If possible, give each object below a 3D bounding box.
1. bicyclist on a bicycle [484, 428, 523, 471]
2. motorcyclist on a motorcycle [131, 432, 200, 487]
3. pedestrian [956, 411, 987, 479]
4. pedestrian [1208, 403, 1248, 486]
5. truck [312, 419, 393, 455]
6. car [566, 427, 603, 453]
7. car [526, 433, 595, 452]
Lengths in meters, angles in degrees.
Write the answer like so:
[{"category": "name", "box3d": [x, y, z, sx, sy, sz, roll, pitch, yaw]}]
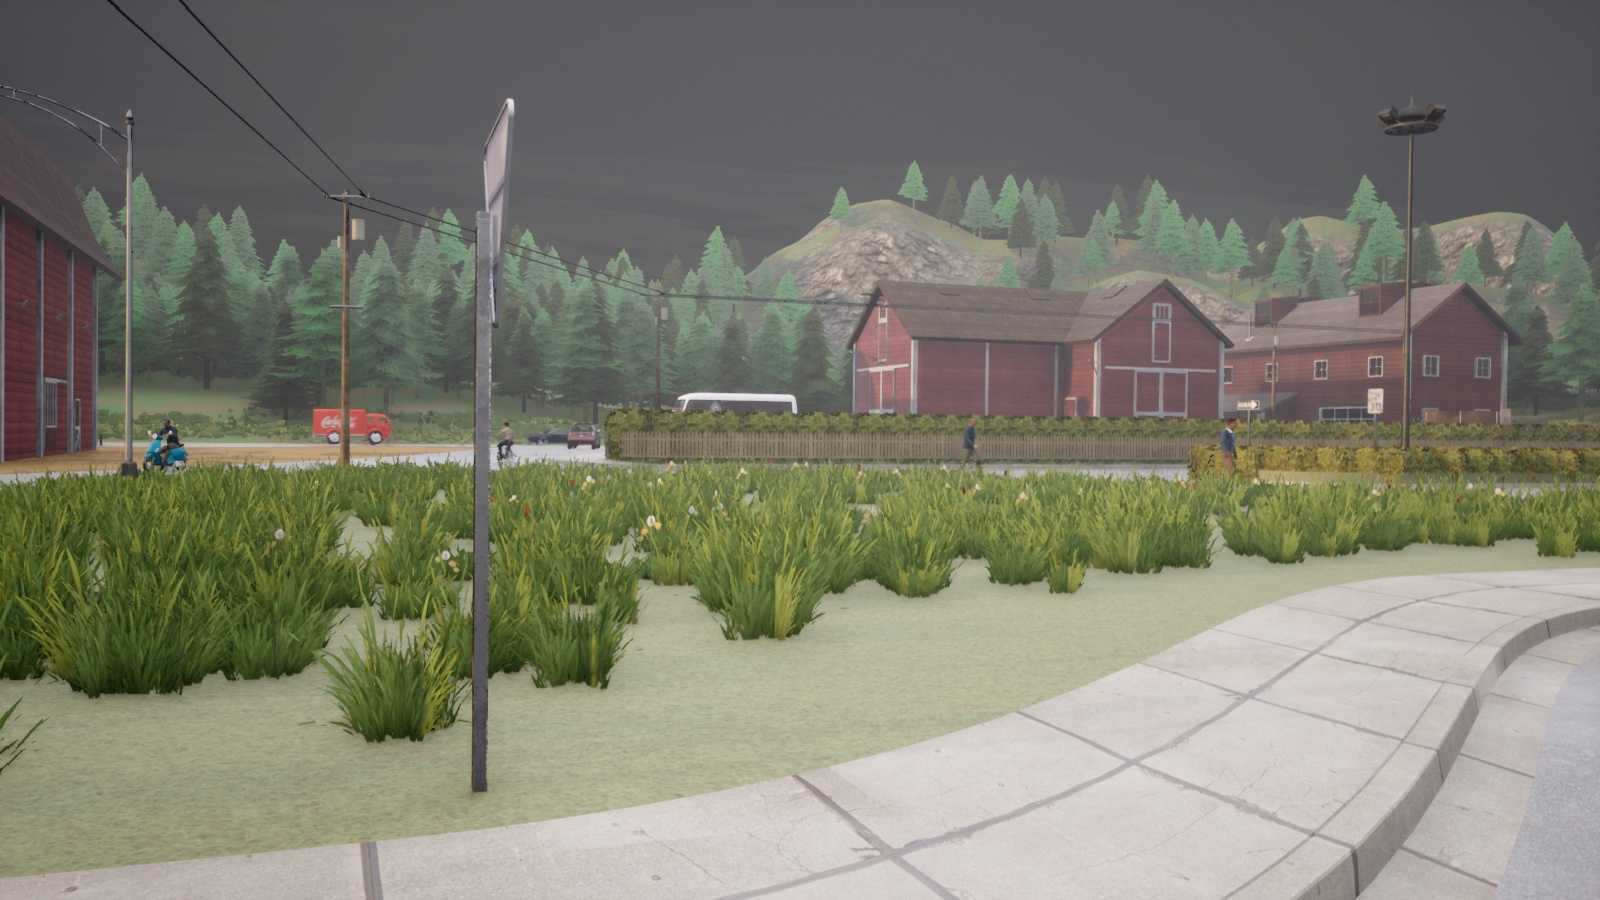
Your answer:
[{"category": "bicyclist on a bicycle", "box3d": [-11.348, -0.025, 48.045, 0.866, 1.612, 1.509, 2, -1, -37]}, {"category": "motorcyclist on a motorcycle", "box3d": [-19.056, 0.277, 37.750, 0.866, 1.590, 1.817, 0, 1, 14]}, {"category": "pedestrian", "box3d": [4.715, -0.146, 34.452, 0.726, 1.842, 0.402, 0, 1, 40]}, {"category": "pedestrian", "box3d": [10.210, -0.130, 29.946, 0.788, 1.949, 0.423, 0, 1, 41]}, {"category": "truck", "box3d": [-31.043, -0.912, 87.233, 5.204, 2.467, 2.627, -1, 1, -20]}, {"category": "car", "box3d": [-13.470, -0.639, 78.545, 1.851, 1.617, 3.988, -1, 1, -4]}, {"category": "car", "box3d": [-17.589, -0.573, 92.059, 4.718, 1.301, 1.895, -1, 1, -20]}]
